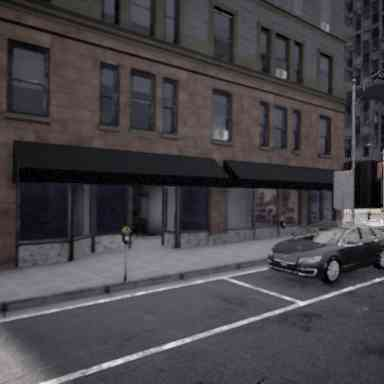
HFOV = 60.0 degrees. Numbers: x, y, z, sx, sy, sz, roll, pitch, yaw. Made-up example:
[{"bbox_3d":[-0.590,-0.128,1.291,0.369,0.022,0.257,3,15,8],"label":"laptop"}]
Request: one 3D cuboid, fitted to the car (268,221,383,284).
[{"bbox_3d":[4.064,1.548,9.532,4.403,1.369,2.008,0,1,-35],"label":"car"}]
